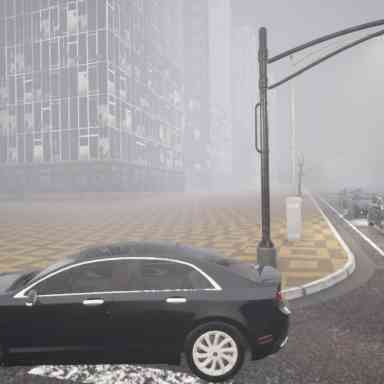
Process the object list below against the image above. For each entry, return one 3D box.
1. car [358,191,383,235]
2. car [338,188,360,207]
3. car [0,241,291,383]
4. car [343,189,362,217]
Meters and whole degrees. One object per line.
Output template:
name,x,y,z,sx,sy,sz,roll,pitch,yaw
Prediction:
car,8.937,0.928,14.456,2.128,1.511,4.902,-1,2,18
car,12.938,0.453,26.828,2.128,1.511,4.902,-1,2,18
car,-1.121,1.505,4.786,4.892,1.490,1.837,0,0,0
car,10.964,0.759,20.757,1.994,1.385,4.181,-1,2,17
